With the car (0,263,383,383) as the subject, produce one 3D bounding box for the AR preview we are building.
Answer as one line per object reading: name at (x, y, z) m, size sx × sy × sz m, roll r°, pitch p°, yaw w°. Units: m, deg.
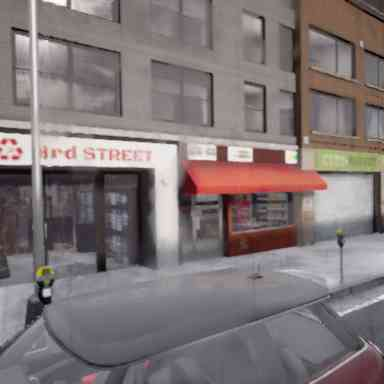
car at (-0.488, 1.422, 2.076) m, size 4.097 × 1.590 × 1.967 m, roll -1°, pitch 0°, yaw -35°
